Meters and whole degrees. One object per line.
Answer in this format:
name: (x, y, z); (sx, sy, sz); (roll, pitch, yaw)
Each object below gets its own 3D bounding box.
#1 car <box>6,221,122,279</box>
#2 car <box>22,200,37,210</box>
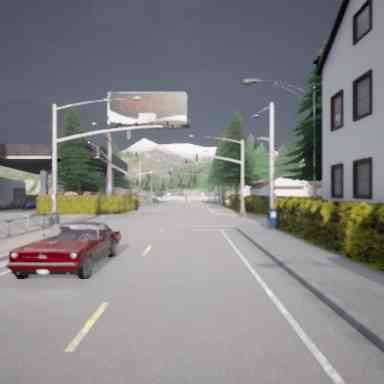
car: (-3.570, 1.625, 10.205); (1.895, 1.301, 4.718); (0, 0, 1)
car: (-22.185, 1.782, 48.341); (4.611, 1.667, 2.242); (0, 0, 0)
